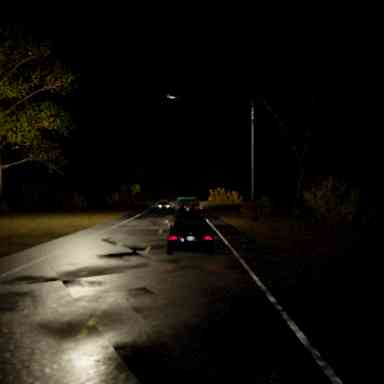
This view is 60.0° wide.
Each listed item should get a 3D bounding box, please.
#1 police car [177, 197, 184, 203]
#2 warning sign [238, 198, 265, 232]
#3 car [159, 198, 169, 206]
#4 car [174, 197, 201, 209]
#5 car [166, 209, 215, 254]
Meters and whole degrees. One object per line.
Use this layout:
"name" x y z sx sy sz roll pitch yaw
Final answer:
"police car" -3.287 2.169 94.261 1.930 1.638 5.238 0 0 -5
"warning sign" 3.392 1.292 19.142 1.300 1.860 1.060 1 0 -1
"car" -5.982 2.064 70.794 1.882 1.535 5.008 0 0 -4
"car" -0.402 1.480 29.105 2.150 2.045 5.566 0 0 -2
"car" -0.085 1.679 14.035 2.033 1.411 5.357 0 0 -1
